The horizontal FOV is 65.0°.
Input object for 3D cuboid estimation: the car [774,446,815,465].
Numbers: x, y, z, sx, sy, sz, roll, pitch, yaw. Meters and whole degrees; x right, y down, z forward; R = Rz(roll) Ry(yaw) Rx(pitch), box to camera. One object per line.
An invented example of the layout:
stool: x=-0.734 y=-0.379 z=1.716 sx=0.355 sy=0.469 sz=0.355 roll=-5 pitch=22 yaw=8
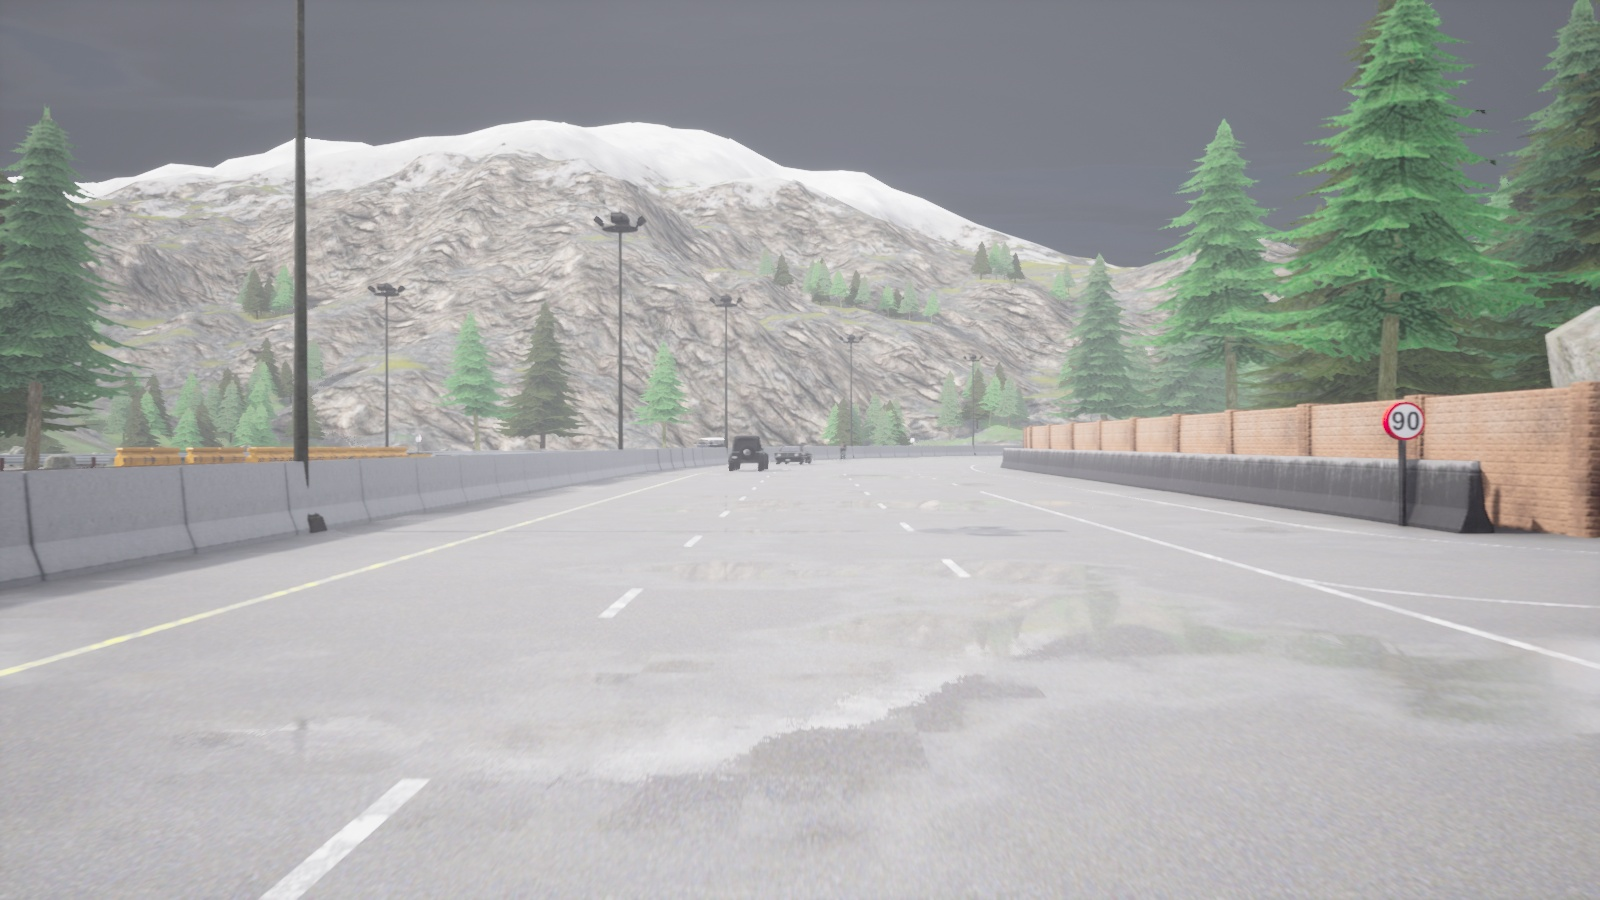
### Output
car: x=-0.343 y=0.361 z=86.171 sx=1.895 sy=1.301 sz=4.718 roll=0 pitch=0 yaw=11

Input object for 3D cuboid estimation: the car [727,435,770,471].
car: x=-2.736 y=0.156 z=68.026 sx=1.905 sy=1.878 sz=3.866 roll=0 pitch=0 yaw=4
